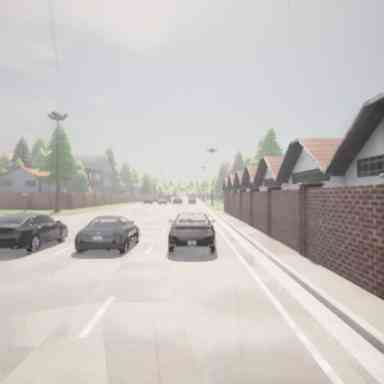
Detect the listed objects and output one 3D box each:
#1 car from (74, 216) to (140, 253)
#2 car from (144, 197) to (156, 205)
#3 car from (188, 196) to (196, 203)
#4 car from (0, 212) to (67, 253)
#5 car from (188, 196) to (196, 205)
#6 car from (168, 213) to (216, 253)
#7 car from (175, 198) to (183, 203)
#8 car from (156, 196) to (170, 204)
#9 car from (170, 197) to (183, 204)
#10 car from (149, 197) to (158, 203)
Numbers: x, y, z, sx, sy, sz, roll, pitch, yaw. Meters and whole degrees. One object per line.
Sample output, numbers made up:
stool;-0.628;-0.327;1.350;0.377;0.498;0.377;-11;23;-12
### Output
car;-3.493;1.700;14.316;1.994;1.385;4.181;0;0;0
car;-10.478;2.200;80.144;1.882;1.535;5.008;0;-1;0
car;0.026;2.009;92.673;2.150;2.045;5.566;0;-1;0
car;-6.992;1.643;14.317;1.837;1.490;4.892;0;0;0
car;0.022;2.198;80.108;1.882;1.535;5.008;0;-1;0
car;0.007;1.627;14.293;2.128;1.511;4.902;0;0;0
car;-3.474;2.249;91.811;2.033;1.411;5.357;0;-1;0
car;-6.977;2.334;80.491;1.895;1.301;4.718;0;-1;0
car;-3.478;2.077;80.113;2.097;1.767;4.553;0;-1;0
car;-10.474;2.187;91.813;1.882;1.535;5.008;0;-1;0
